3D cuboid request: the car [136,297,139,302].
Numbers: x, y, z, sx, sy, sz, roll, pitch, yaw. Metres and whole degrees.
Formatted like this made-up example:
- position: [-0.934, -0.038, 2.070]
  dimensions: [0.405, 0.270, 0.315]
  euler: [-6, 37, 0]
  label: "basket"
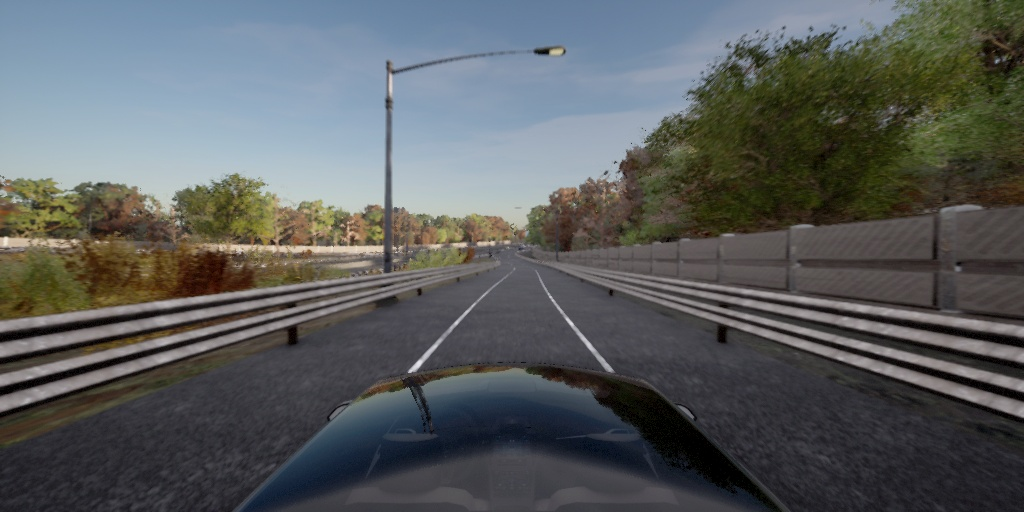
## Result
- position: [-44.731, 5.527, 43.282]
  dimensions: [2.128, 1.511, 4.902]
  euler: [1, 4, 17]
  label: "car"
